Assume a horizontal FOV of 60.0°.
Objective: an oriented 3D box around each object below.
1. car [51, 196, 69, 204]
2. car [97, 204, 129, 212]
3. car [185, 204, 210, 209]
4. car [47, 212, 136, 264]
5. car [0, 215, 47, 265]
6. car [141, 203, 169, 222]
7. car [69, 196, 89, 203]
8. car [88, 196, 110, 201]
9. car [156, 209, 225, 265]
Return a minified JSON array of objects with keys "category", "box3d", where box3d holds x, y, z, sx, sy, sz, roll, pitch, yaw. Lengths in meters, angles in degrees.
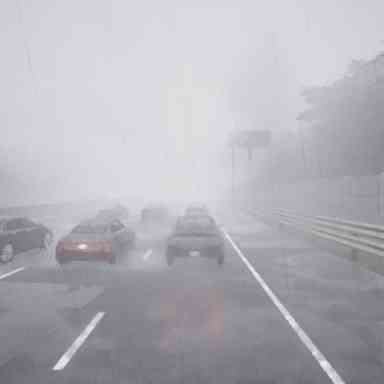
[{"category":"car","box3d":[-22.921,1.467,59.174,2.033,1.411,5.357,0,1,3]},{"category":"car","box3d":[-6.556,1.702,27.695,1.812,1.442,4.674,0,0,2]},{"category":"car","box3d":[0.419,1.671,26.863,2.128,1.511,4.902,0,0,2]},{"category":"car","box3d":[-3.354,1.675,12.334,1.994,1.385,4.181,0,0,1]},{"category":"car","box3d":[-6.859,1.613,12.189,1.837,1.490,4.892,0,0,1]},{"category":"car","box3d":[-3.034,1.655,28.215,1.882,1.535,5.008,0,0,2]},{"category":"car","box3d":[-19.433,1.424,59.032,1.837,1.490,4.892,0,1,4]},{"category":"car","box3d":[-15.931,1.468,58.952,2.033,1.411,5.357,0,1,4]},{"category":"car","box3d":[0.138,1.600,12.058,2.128,1.511,4.902,0,0,1]}]
